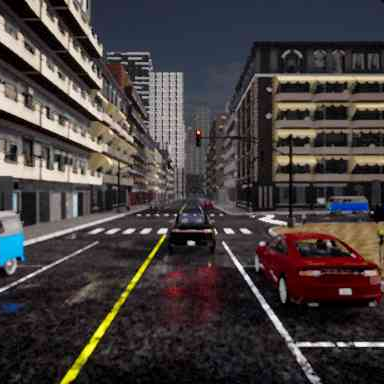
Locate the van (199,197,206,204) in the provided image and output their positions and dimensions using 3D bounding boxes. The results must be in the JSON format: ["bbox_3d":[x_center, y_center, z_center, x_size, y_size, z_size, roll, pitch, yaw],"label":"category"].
[{"bbox_3d":[2.604,2.191,84.672,1.690,1.788,3.998,-1,-1,0],"label":"van"}]

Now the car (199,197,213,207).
[{"bbox_3d":[2.630,2.001,57.033,1.967,1.590,4.097,-1,-1,0],"label":"car"}]

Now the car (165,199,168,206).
[{"bbox_3d":[-5.749,2.127,57.029,1.947,1.339,4.313,-1,-1,0],"label":"car"}]

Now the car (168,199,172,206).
[{"bbox_3d":[-5.761,2.116,68.086,1.967,1.590,4.097,-1,-1,0],"label":"car"}]

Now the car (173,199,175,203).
[{"bbox_3d":[-5.774,2.374,84.498,1.752,1.417,4.829,-1,-1,0],"label":"car"}]

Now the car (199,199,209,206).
[{"bbox_3d":[2.616,2.284,73.615,2.008,1.369,4.403,-1,-1,0],"label":"car"}]

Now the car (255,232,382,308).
[{"bbox_3d":[2.675,1.622,8.035,1.887,1.381,4.507,0,-1,0],"label":"car"}]

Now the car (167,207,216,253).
[{"bbox_3d":[0.014,1.629,14.294,2.128,1.511,4.902,0,0,1],"label":"car"}]

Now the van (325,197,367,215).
[{"bbox_3d":[15.610,1.357,33.622,3.998,1.788,1.690,-1,1,-1],"label":"van"}]

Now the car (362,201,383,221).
[{"bbox_3d":[15.740,1.571,25.246,4.313,1.339,1.947,-1,1,-1],"label":"car"}]

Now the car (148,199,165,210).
[{"bbox_3d":[-5.744,2.055,51.502,2.008,1.369,4.403,-1,-1,0],"label":"car"}]

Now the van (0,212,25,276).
[{"bbox_3d":[-5.707,1.418,8.030,1.690,1.788,3.998,0,-1,0],"label":"van"}]
